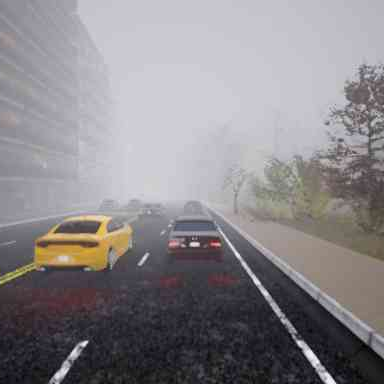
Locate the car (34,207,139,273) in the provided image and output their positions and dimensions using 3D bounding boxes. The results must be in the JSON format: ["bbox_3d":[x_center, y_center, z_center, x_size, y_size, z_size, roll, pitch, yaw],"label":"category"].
[{"bbox_3d":[-3.169,1.487,10.703,1.882,1.535,5.008,0,0,0],"label":"car"}]

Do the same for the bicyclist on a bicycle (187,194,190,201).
[{"bbox_3d":[-1.032,1.455,85.646,0.659,1.776,1.843,0,0,-4],"label":"bicyclist on a bicycle"}]

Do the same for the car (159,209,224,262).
[{"bbox_3d":[0.090,1.559,12.096,2.033,1.411,5.357,0,0,0],"label":"car"}]

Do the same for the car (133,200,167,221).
[{"bbox_3d":[-3.155,1.576,27.107,2.033,1.411,5.357,0,0,0],"label":"car"}]

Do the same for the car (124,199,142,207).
[{"bbox_3d":[-6.623,1.547,38.737,1.837,1.490,4.892,0,0,0],"label":"car"}]

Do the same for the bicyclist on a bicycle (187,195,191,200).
[{"bbox_3d":[-0.416,1.532,76.597,0.582,1.620,1.656,0,0,-4],"label":"bicyclist on a bicycle"}]

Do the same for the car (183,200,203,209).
[{"bbox_3d":[0.100,1.513,33.531,1.882,1.535,5.008,0,0,0],"label":"car"}]

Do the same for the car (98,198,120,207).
[{"bbox_3d":[-9.879,1.550,39.826,1.837,1.490,4.892,0,0,-1],"label":"car"}]
